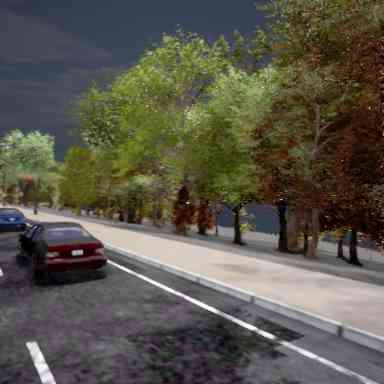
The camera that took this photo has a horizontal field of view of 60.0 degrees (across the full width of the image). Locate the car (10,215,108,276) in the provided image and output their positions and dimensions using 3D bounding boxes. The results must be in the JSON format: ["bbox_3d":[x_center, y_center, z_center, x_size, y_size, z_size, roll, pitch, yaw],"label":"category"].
[{"bbox_3d":[-4.468,1.694,10.990,2.033,1.411,5.357,1,-1,-34],"label":"car"}]

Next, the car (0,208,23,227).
[{"bbox_3d":[-12.894,1.830,23.353,2.033,1.411,5.357,1,-1,-34],"label":"car"}]
